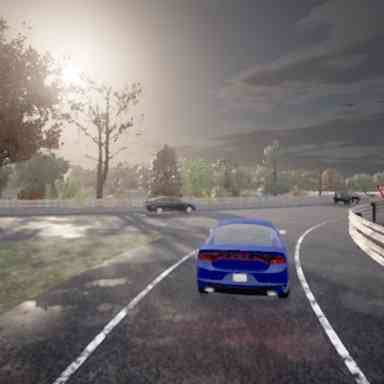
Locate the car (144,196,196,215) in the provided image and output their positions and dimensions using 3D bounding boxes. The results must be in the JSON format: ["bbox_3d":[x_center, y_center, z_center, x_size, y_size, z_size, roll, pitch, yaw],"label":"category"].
[{"bbox_3d":[-1.973,1.147,30.460,4.892,1.490,1.837,0,1,-26],"label":"car"}]

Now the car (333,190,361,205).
[{"bbox_3d":[22.590,0.722,48.464,5.566,2.045,2.150,0,1,-43],"label":"car"}]

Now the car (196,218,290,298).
[{"bbox_3d":[1.368,1.404,8.503,1.882,1.535,5.008,0,0,12],"label":"car"}]
